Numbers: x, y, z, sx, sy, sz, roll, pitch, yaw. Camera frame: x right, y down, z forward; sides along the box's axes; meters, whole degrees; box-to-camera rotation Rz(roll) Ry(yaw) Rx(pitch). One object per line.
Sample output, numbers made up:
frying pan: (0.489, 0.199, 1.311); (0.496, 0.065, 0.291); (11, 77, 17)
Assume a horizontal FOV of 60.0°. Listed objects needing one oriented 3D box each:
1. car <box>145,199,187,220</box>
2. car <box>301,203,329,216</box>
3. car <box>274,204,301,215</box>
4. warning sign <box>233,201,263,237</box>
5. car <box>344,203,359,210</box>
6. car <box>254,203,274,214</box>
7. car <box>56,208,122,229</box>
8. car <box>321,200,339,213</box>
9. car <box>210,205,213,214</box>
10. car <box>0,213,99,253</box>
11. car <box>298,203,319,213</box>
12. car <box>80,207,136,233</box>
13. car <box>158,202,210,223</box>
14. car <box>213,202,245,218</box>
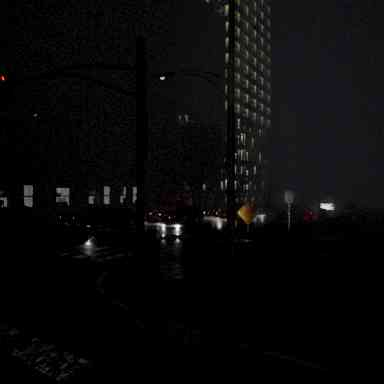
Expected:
car: (-2.375, 1.717, 33.462); (2.150, 2.045, 5.566); (0, -1, 33)
car: (16.517, 2.456, 44.499); (1.895, 1.301, 4.718); (0, -1, 33)
car: (13.650, 2.395, 46.054); (2.033, 1.411, 5.357); (0, -1, 33)
warning sign: (3.139, 1.454, 18.545); (1.300, 1.860, 1.060); (1, 1, 33)
car: (31.493, 2.837, 65.718); (1.812, 1.442, 4.674); (0, -1, 33)
car: (10.331, 2.319, 47.098); (2.128, 1.511, 4.902); (0, -1, 33)
car: (-7.669, 1.921, 25.250); (1.895, 1.301, 4.718); (0, -1, 33)
car: (21.931, 2.254, 52.985); (2.150, 2.045, 5.566); (0, -1, 33)
car: (3.151, 2.278, 42.016); (1.895, 1.301, 4.718); (0, -1, 33)
car: (-6.858, 1.776, 14.625); (4.718, 1.301, 1.895); (1, -1, -40)
car: (19.181, 2.576, 54.718); (2.033, 1.411, 5.357); (0, -1, 33)
car: (-5.652, 1.805, 22.384); (1.837, 1.490, 4.892); (0, -1, 33)
car: (-0.597, 1.972, 30.221); (1.837, 1.490, 4.892); (0, -1, 33)
car: (4.806, 1.998, 38.590); (2.097, 1.767, 4.553); (0, -1, 33)
